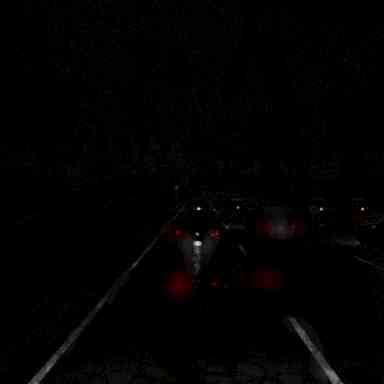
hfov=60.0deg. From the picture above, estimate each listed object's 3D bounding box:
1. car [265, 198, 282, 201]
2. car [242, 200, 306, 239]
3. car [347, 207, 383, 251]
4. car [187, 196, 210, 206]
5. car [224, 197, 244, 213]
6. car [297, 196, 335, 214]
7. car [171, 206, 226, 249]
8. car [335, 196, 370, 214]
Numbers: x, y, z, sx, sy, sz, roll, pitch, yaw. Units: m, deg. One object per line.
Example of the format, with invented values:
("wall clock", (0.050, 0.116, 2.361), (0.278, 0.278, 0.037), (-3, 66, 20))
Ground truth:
("car", (7.647, 1.228, 31.545), (1.994, 1.385, 4.181), (0, 1, 1))
("car", (3.788, 1.352, 16.211), (1.812, 1.442, 4.674), (0, 1, 1))
("car", (7.175, 1.435, 10.449), (2.033, 1.411, 5.357), (0, 1, 1))
("car", (0.636, 1.173, 31.115), (1.837, 1.490, 4.892), (0, 1, 1))
("car", (4.143, 1.184, 32.023), (1.812, 1.442, 4.674), (0, 1, 1))
("car", (11.135, 1.175, 30.916), (1.837, 1.490, 4.892), (0, 1, 1))
("car", (0.246, 1.454, 13.694), (1.895, 1.301, 4.718), (0, 1, 1))
("car", (14.634, 1.176, 30.837), (1.837, 1.490, 4.892), (0, 1, 1))
